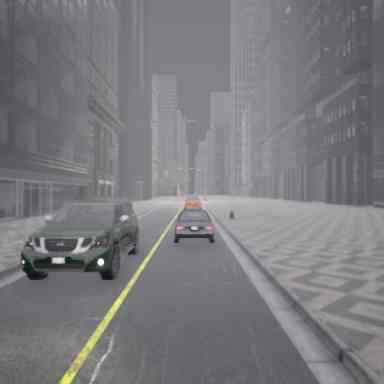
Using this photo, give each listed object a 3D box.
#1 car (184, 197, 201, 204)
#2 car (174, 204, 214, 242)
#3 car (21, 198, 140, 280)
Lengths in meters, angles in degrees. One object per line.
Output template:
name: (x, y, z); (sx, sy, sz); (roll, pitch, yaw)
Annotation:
car: (0.106, 1.370, 43.231); (2.097, 1.767, 4.553); (0, 0, 0)
car: (0.101, 1.557, 16.344); (2.033, 1.411, 5.357); (0, 0, 0)
car: (-3.019, 1.232, 10.351); (2.150, 2.045, 5.566); (0, 0, 1)
